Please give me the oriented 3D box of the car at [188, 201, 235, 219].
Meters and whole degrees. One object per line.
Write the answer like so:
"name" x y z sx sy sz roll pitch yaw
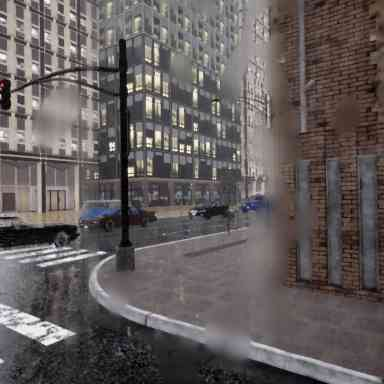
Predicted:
"car" 1.571 1.578 29.651 2.128 1.511 4.902 -1 -1 36

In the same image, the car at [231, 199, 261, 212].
"car" 6.806 1.689 41.408 1.752 1.417 4.829 -2 -1 36

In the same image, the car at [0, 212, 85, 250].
"car" -6.852 1.596 12.717 4.718 1.301 1.895 0 0 -42

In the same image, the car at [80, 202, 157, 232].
"car" -4.512 1.614 21.164 2.033 1.411 5.357 -1 -1 36

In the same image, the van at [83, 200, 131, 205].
"van" -6.029 1.460 23.499 1.690 1.788 3.998 -2 -1 36

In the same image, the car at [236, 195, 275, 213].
"car" 7.663 1.330 38.145 2.150 2.045 5.566 -1 -1 36
